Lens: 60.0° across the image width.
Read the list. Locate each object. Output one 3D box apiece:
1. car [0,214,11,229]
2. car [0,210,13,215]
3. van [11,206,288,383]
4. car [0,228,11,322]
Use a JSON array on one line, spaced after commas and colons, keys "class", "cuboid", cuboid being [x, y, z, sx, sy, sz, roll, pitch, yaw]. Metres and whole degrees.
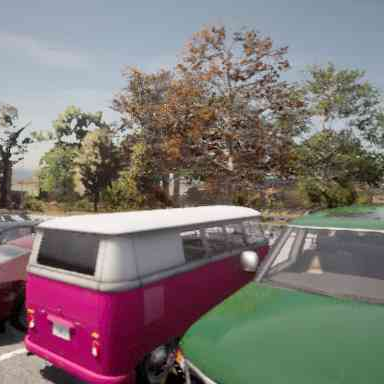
[{"class": "car", "cuboid": [-4.756, 1.509, 8.553, 2.097, 1.535, 5.008, 0, 0, 36]}, {"class": "car", "cuboid": [-7.000, 1.394, 10.189, 2.185, 1.767, 4.553, 0, 0, 36]}, {"class": "van", "cuboid": [-0.174, 1.261, 5.417, 1.878, 1.987, 4.442, 0, 0, 36]}, {"class": "car", "cuboid": [-2.501, 1.538, 6.933, 2.002, 1.452, 4.674, 0, 0, 36]}]
